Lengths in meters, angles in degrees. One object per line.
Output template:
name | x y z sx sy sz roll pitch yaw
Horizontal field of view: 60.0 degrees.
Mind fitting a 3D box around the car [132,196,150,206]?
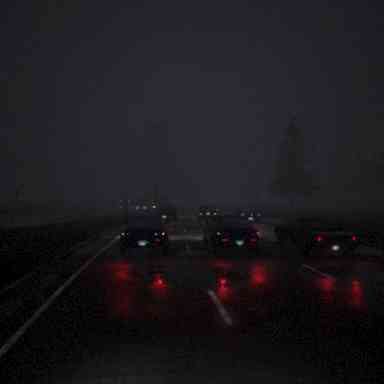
car | -9.696 1.817 67.514 2.150 2.045 5.566 0 0 7

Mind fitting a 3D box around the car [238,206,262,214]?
car | 4.846 1.895 29.181 1.895 1.301 4.718 0 0 1

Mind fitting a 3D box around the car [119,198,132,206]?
car | -13.174 1.940 67.906 2.097 1.767 4.553 0 -1 7

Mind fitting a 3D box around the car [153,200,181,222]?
car | -2.145 1.777 29.513 1.837 1.490 4.892 0 0 1

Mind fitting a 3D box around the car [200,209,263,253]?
car | 1.587 1.668 14.362 1.812 1.442 4.674 0 0 -4

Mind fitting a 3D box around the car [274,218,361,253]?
car | 5.088 1.756 14.349 1.895 1.301 4.718 0 0 -4

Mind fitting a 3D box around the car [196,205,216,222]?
car | 1.344 1.827 29.128 2.033 1.411 5.357 0 -1 1

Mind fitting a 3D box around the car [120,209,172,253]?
car | -1.904 1.652 14.127 1.812 1.442 4.674 0 0 -4

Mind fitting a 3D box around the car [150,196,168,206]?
car | -6.209 1.827 67.217 2.150 2.045 5.566 0 0 8
